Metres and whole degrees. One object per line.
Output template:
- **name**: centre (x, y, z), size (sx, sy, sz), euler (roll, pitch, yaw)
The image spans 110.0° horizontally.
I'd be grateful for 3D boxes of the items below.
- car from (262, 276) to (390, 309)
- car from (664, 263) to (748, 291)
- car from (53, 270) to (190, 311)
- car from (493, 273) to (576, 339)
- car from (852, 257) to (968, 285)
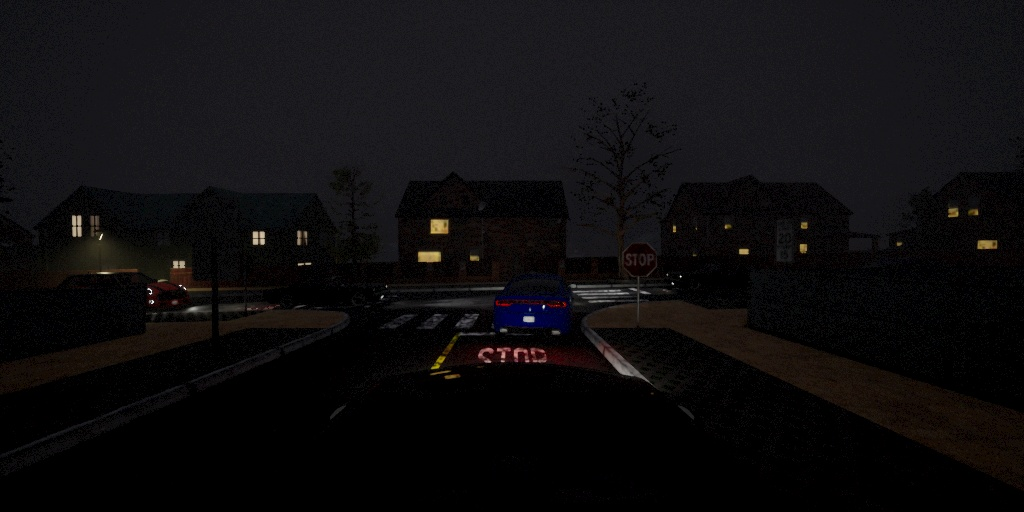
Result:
- **car**: centre (-7.807, 1.506, 15.457), size (4.718, 1.301, 1.895), euler (-1, 1, 0)
- **car**: centre (10.416, 1.034, 18.379), size (4.718, 1.301, 1.895), euler (-1, 1, -1)
- **car**: centre (-16.795, 1.472, 15.453), size (4.553, 1.767, 2.097), euler (-1, 1, 0)
- **car**: centre (0.789, 1.226, 10.247), size (1.882, 1.535, 5.008), euler (0, 0, 10)
- **car**: centre (20.061, 0.753, 18.413), size (5.357, 1.411, 2.033), euler (-1, 1, 0)
